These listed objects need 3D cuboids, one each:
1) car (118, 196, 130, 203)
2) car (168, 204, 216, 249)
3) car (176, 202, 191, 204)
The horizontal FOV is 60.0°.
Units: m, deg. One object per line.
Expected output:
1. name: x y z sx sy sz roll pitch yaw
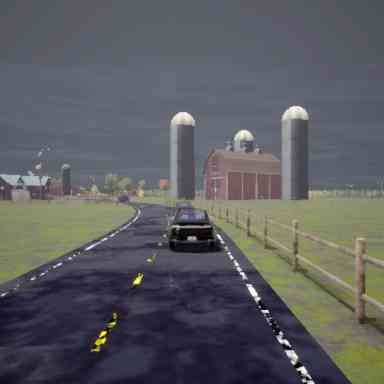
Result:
1. car: -15.052 1.512 73.615 1.882 1.535 5.008 0 0 -23
2. car: 0.000 1.499 14.650 2.128 1.511 4.902 0 0 0
3. car: -0.760 1.577 29.764 2.033 1.411 5.357 0 0 -6
